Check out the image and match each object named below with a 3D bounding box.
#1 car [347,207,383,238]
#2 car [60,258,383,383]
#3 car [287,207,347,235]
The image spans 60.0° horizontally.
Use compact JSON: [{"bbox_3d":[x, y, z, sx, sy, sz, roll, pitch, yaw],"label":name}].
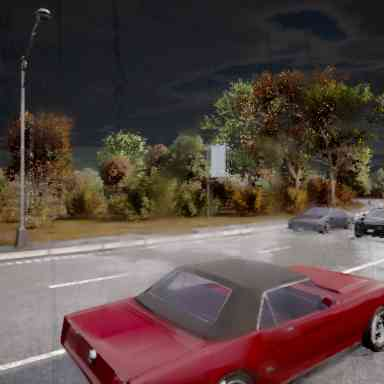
[{"bbox_3d":[9.912,1.490,16.718,5.008,1.535,1.882,0,0,-43],"label":"car"},{"bbox_3d":[0.903,1.607,4.496,4.718,1.301,1.895,0,0,-36],"label":"car"},{"bbox_3d":[7.704,1.563,19.354,5.357,1.411,2.033,0,0,-42],"label":"car"}]
